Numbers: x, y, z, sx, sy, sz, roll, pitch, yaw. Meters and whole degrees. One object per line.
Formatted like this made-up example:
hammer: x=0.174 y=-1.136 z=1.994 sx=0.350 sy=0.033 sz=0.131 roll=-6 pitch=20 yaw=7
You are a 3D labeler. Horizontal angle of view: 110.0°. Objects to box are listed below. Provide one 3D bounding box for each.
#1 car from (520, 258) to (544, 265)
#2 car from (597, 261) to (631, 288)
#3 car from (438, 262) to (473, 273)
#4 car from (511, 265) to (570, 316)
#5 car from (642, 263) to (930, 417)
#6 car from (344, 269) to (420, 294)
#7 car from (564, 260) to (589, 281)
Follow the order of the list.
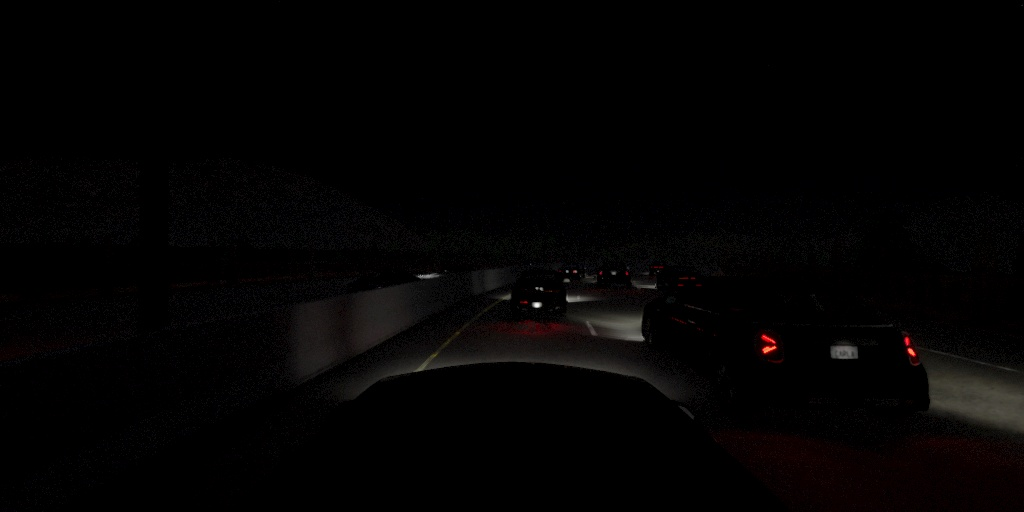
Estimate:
car: x=2.963 y=1.080 z=51.958 sx=2.097 sy=1.767 sz=4.553 roll=0 pitch=0 yaw=30
car: x=6.920 y=1.116 z=24.510 sx=2.097 sy=1.767 sz=4.553 roll=0 pitch=0 yaw=15
car: x=-6.323 y=1.298 z=40.581 sx=1.895 sy=1.301 sz=4.718 roll=0 pitch=0 yaw=22
car: x=1.091 y=1.251 z=13.433 sx=1.837 sy=1.490 sz=4.892 roll=0 pitch=0 yaw=8
car: x=3.885 y=1.116 z=6.204 sx=2.097 sy=1.767 sz=4.553 roll=0 pitch=0 yaw=3
car: x=-5.720 y=1.280 z=16.419 sx=1.994 sy=1.385 sz=4.181 roll=0 pitch=0 yaw=9
car: x=5.273 y=1.300 z=31.281 sx=2.033 sy=1.411 sz=5.357 roll=0 pitch=0 yaw=19
